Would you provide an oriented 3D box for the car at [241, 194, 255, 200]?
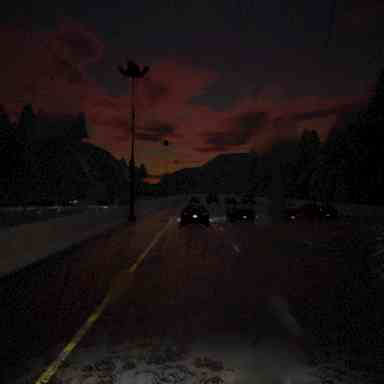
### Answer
[{"bbox_3d":[10.940,1.363,65.186,2.150,2.045,5.566,1,0,0],"label":"car"}]

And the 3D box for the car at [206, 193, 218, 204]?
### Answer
[{"bbox_3d":[3.956,1.284,65.471,2.150,2.045,5.566,1,0,0],"label":"car"}]

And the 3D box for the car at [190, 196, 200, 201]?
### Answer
[{"bbox_3d":[0.446,1.527,65.475,1.837,1.490,4.892,1,0,0],"label":"car"}]

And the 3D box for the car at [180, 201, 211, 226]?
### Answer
[{"bbox_3d":[0.210,1.570,23.841,1.994,1.385,4.181,1,0,0],"label":"car"}]

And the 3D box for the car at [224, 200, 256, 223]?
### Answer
[{"bbox_3d":[3.722,1.575,25.717,1.812,1.442,4.674,1,0,0],"label":"car"}]

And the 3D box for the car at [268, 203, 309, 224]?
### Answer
[{"bbox_3d":[7.224,1.616,26.011,1.812,1.442,4.674,1,0,0],"label":"car"}]

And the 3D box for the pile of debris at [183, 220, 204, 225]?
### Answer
[{"bbox_3d":[0.105,2.183,23.783,1.500,0.140,1.860,1,0,0],"label":"pile of debris"}]

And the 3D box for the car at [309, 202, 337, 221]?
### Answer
[{"bbox_3d":[10.754,1.622,28.664,2.128,1.511,4.902,1,0,0],"label":"car"}]

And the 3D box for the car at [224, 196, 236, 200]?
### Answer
[{"bbox_3d":[7.451,1.580,65.156,1.882,1.535,5.008,1,0,0],"label":"car"}]
